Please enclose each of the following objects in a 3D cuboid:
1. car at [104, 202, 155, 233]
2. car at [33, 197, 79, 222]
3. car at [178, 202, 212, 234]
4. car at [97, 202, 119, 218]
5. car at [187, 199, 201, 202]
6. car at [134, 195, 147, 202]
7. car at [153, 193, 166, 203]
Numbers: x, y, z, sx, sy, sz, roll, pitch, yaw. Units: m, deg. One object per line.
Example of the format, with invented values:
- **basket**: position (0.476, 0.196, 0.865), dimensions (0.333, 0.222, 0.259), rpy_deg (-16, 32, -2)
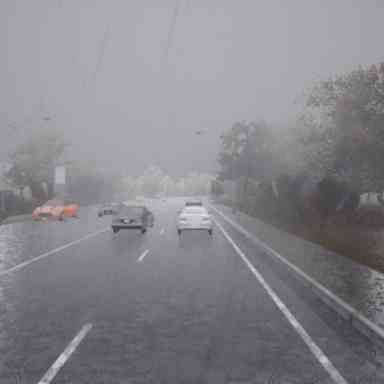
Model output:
- **car**: position (-3.348, 1.538, 19.599), dimensions (2.033, 1.411, 5.357), rpy_deg (0, 0, 0)
- **car**: position (-10.527, 1.337, 26.011), dimensions (2.097, 1.767, 4.553), rpy_deg (0, 0, 0)
- **car**: position (0.149, 1.518, 18.999), dimensions (1.812, 1.442, 4.674), rpy_deg (0, 0, 0)
- **car**: position (-7.017, 1.549, 29.755), dimensions (1.994, 1.385, 4.181), rpy_deg (0, 0, 0)
- **car**: position (0.197, 1.462, 36.867), dimensions (1.882, 1.535, 5.008), rpy_deg (0, 0, 0)
- **car**: position (-10.321, 1.444, 66.951), dimensions (1.882, 1.535, 5.008), rpy_deg (0, 0, 0)
- **car**: position (-6.810, 1.171, 70.258), dimensions (2.150, 2.045, 5.566), rpy_deg (0, 0, 0)
